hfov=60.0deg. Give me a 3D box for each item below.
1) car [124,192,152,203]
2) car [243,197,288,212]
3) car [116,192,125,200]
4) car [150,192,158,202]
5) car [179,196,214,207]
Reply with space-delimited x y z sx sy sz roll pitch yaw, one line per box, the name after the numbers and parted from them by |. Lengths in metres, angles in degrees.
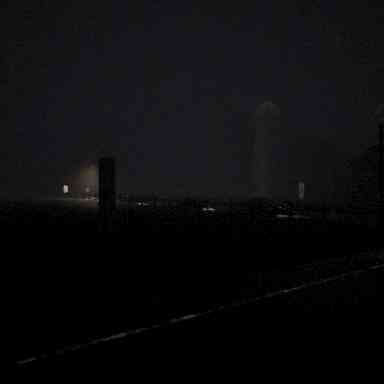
-8.888 1.092 54.666 1.994 1.385 4.181 -1 1 -35 | car
7.106 1.293 32.447 1.837 1.490 4.892 -1 1 -36 | car
-13.612 0.737 66.015 2.097 1.767 4.553 -1 1 -36 | car
-7.830 0.834 58.072 2.097 1.767 4.553 -1 1 -35 | car
0.496 1.229 41.602 2.033 1.411 5.357 -1 1 -36 | car
